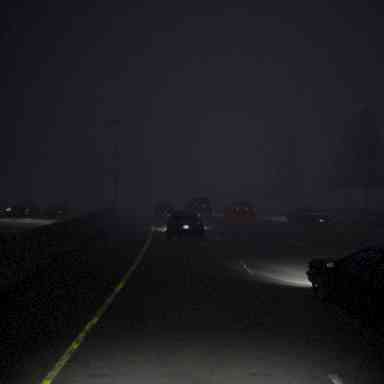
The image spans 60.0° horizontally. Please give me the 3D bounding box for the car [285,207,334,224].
[{"bbox_3d":[9.228,1.841,26.655,1.895,1.301,4.718,0,-1,-8],"label":"car"}]

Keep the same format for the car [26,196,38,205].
[{"bbox_3d":[-32.914,1.737,68.505,2.097,1.767,4.553,0,-1,-27],"label":"car"}]

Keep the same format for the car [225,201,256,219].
[{"bbox_3d":[4.711,1.648,33.079,2.097,1.767,4.553,0,-1,-9],"label":"car"}]

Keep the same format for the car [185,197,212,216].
[{"bbox_3d":[0.655,1.551,36.685,2.150,2.045,5.566,1,0,-12],"label":"car"}]

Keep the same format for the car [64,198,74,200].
[{"bbox_3d":[-26.707,1.882,71.739,1.882,1.535,5.008,0,-1,-27],"label":"car"}]

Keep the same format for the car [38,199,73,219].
[{"bbox_3d":[-13.264,1.770,32.777,1.882,1.535,5.008,0,0,-11],"label":"car"}]

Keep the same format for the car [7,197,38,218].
[{"bbox_3d":[-17.008,1.651,33.694,2.097,1.767,4.553,0,0,-12],"label":"car"}]

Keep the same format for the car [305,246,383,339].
[{"bbox_3d":[3.585,1.597,5.353,2.033,1.411,5.357,0,0,0],"label":"car"}]

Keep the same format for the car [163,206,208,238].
[{"bbox_3d":[-0.476,1.732,18.689,1.994,1.385,4.181,0,0,-5],"label":"car"}]

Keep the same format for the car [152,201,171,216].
[{"bbox_3d":[-3.348,1.846,38.028,1.837,1.490,4.892,1,0,-13],"label":"car"}]
